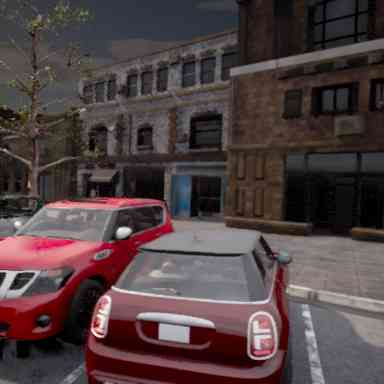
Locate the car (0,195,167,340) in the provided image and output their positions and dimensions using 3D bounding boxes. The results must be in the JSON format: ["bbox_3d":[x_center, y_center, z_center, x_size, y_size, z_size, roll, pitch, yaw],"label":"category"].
[{"bbox_3d":[-2.036,1.171,6.832,2.435,2.045,5.566,1,0,15],"label":"car"}]

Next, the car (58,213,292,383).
[{"bbox_3d":[0.399,1.329,5.089,2.185,1.767,4.553,1,0,15],"label":"car"}]
